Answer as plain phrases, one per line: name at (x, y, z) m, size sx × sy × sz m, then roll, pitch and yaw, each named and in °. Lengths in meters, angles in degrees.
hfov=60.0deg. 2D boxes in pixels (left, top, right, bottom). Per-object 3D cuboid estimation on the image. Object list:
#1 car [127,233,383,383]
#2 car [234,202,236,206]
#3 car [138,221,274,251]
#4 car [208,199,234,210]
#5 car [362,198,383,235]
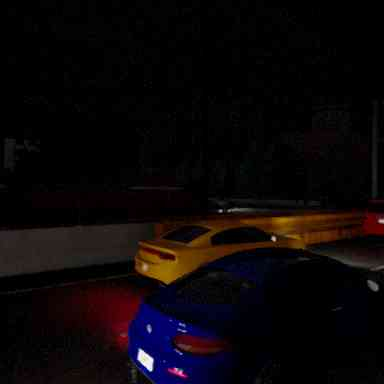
car at (1.400, 1.540, 4.736) m, size 4.674 × 1.442 × 1.812 m, roll 0°, pitch 0°, yaw -35°
car at (4.591, 1.732, 50.741) m, size 1.895 × 1.301 × 4.718 m, roll 0°, pitch 0°, yaw -33°
car at (0.985, 1.500, 8.730) m, size 5.008 × 1.535 × 1.882 m, roll 0°, pitch 0°, yaw -35°
car at (3.312, 1.643, 46.302) m, size 1.812 × 1.442 × 4.674 m, roll 0°, pitch 0°, yaw -33°
car at (10.057, 1.292, 15.172) m, size 5.566 × 2.045 × 2.150 m, roll 0°, pitch 0°, yaw -34°
